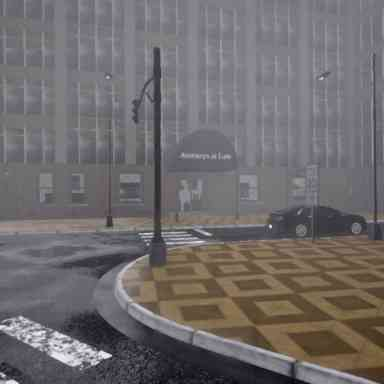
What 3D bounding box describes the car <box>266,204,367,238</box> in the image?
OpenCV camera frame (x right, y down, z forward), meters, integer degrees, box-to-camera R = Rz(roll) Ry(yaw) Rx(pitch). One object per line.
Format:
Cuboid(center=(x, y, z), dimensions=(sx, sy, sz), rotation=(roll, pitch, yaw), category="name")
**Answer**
Cuboid(center=(5.987, 1.321, 15.970), dimensions=(4.892, 1.490, 1.837), rotation=(0, 0, -14), category="car")
